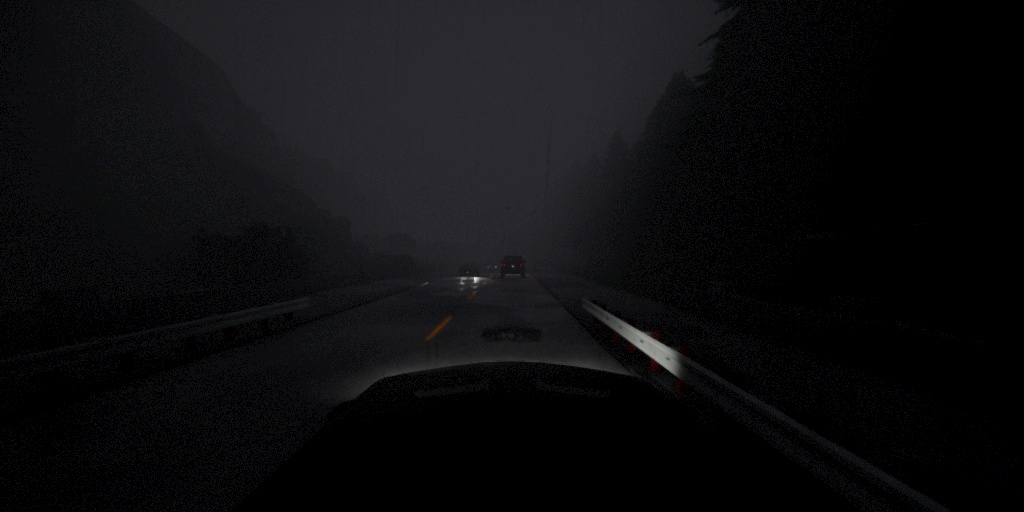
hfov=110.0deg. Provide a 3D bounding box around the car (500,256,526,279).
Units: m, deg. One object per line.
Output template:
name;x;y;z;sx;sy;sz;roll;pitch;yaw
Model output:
car;0.087;0.978;33.093;2.150;2.045;5.566;0;0;0

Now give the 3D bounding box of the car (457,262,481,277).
car;-4.092;1.321;35.010;1.994;1.385;4.181;0;0;0
